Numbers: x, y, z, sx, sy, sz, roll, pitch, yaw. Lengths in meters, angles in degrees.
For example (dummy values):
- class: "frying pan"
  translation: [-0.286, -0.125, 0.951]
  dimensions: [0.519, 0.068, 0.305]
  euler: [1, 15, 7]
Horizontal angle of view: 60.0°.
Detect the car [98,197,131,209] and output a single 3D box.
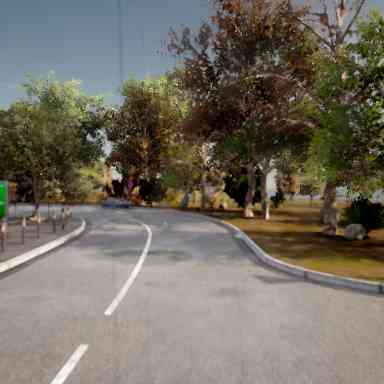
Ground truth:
- class: "car"
  translation: [-9.788, 1.352, 42.006]
  dimensions: [2.033, 1.411, 5.357]
  euler: [0, 0, -44]
